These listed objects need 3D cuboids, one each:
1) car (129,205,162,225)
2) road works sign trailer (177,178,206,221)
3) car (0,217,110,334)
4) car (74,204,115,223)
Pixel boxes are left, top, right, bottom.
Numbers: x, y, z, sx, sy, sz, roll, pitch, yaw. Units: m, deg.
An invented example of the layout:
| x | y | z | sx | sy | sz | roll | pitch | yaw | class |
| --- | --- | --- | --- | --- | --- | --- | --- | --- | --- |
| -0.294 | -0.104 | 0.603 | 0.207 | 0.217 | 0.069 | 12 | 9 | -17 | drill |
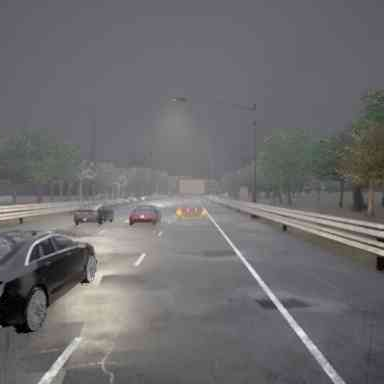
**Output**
| x | y | z | sx | sy | sz | roll | pitch | yaw | class |
| --- | --- | --- | --- | --- | --- | --- | --- | --- | --- |
| -3.406 | 1.665 | 24.841 | 1.994 | 1.385 | 4.181 | 0 | 0 | 0 | car |
| -0.008 | 0.581 | 28.529 | 2.380 | 3.560 | 2.880 | 0 | 0 | 0 | road works sign trailer |
| -3.402 | 1.519 | 6.773 | 2.128 | 1.511 | 4.902 | 0 | 0 | 0 | car |
| -6.908 | 1.589 | 23.887 | 2.128 | 1.511 | 4.902 | 0 | 0 | 0 | car |
